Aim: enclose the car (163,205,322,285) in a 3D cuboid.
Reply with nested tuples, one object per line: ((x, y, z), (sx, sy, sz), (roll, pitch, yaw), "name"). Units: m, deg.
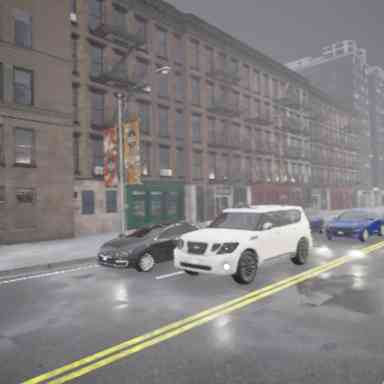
((1.940, 1.487, 10.846), (2.150, 2.045, 5.566), (-3, -2, 43), "car")

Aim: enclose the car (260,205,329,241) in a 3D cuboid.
((6.328, 1.769, 20.199), (2.097, 1.767, 4.553), (-3, -2, 44), "car")

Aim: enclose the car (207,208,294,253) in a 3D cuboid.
((3.033, 1.748, 16.582), (2.097, 1.767, 4.553), (-3, -2, 43), "car")

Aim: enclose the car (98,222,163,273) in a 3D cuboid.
((-1.101, 1.884, 12.336), (1.837, 1.490, 4.892), (-3, -2, 43), "car")

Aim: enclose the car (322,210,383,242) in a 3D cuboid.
((9.123, 1.779, 18.425), (1.882, 1.535, 5.008), (-3, -2, 44), "car")
